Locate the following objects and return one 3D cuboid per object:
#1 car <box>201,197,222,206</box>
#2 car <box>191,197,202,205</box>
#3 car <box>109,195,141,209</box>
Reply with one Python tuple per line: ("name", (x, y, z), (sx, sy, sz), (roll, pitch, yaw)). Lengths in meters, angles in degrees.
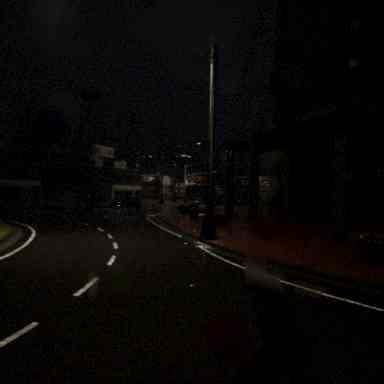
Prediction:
("car", (3.913, 1.814, 60.444), (1.812, 1.442, 4.674), (2, 0, 25))
("car", (1.450, 1.746, 63.650), (1.812, 1.442, 4.674), (2, 0, 26))
("car", (-8.676, 1.229, 43.341), (2.097, 1.767, 4.553), (2, 0, 30))
